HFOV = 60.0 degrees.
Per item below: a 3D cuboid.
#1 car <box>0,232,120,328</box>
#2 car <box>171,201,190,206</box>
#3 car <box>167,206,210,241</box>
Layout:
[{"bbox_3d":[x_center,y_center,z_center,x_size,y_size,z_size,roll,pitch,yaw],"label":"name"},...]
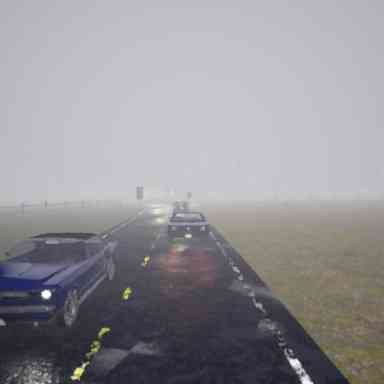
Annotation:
[{"bbox_3d":[-2.926,1.600,7.085,1.895,1.301,4.718,0,0,-1],"label":"car"},{"bbox_3d":[-1.127,1.591,33.809,2.033,1.411,5.357,0,0,-4],"label":"car"},{"bbox_3d":[-0.228,1.611,16.604,1.895,1.301,4.718,0,0,-2],"label":"car"}]
